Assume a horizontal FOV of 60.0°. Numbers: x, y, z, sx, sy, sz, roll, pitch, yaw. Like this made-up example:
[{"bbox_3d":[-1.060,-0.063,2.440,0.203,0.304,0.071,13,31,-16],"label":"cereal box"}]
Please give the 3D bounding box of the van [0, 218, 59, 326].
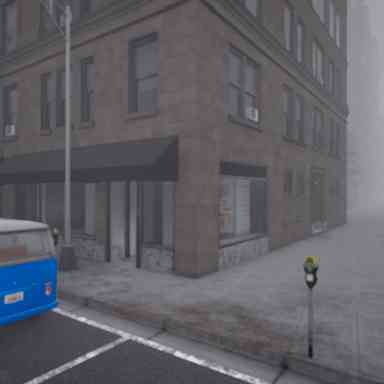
[{"bbox_3d":[-4.152,1.342,6.039,3.998,1.788,1.690,0,0,35],"label":"van"}]
